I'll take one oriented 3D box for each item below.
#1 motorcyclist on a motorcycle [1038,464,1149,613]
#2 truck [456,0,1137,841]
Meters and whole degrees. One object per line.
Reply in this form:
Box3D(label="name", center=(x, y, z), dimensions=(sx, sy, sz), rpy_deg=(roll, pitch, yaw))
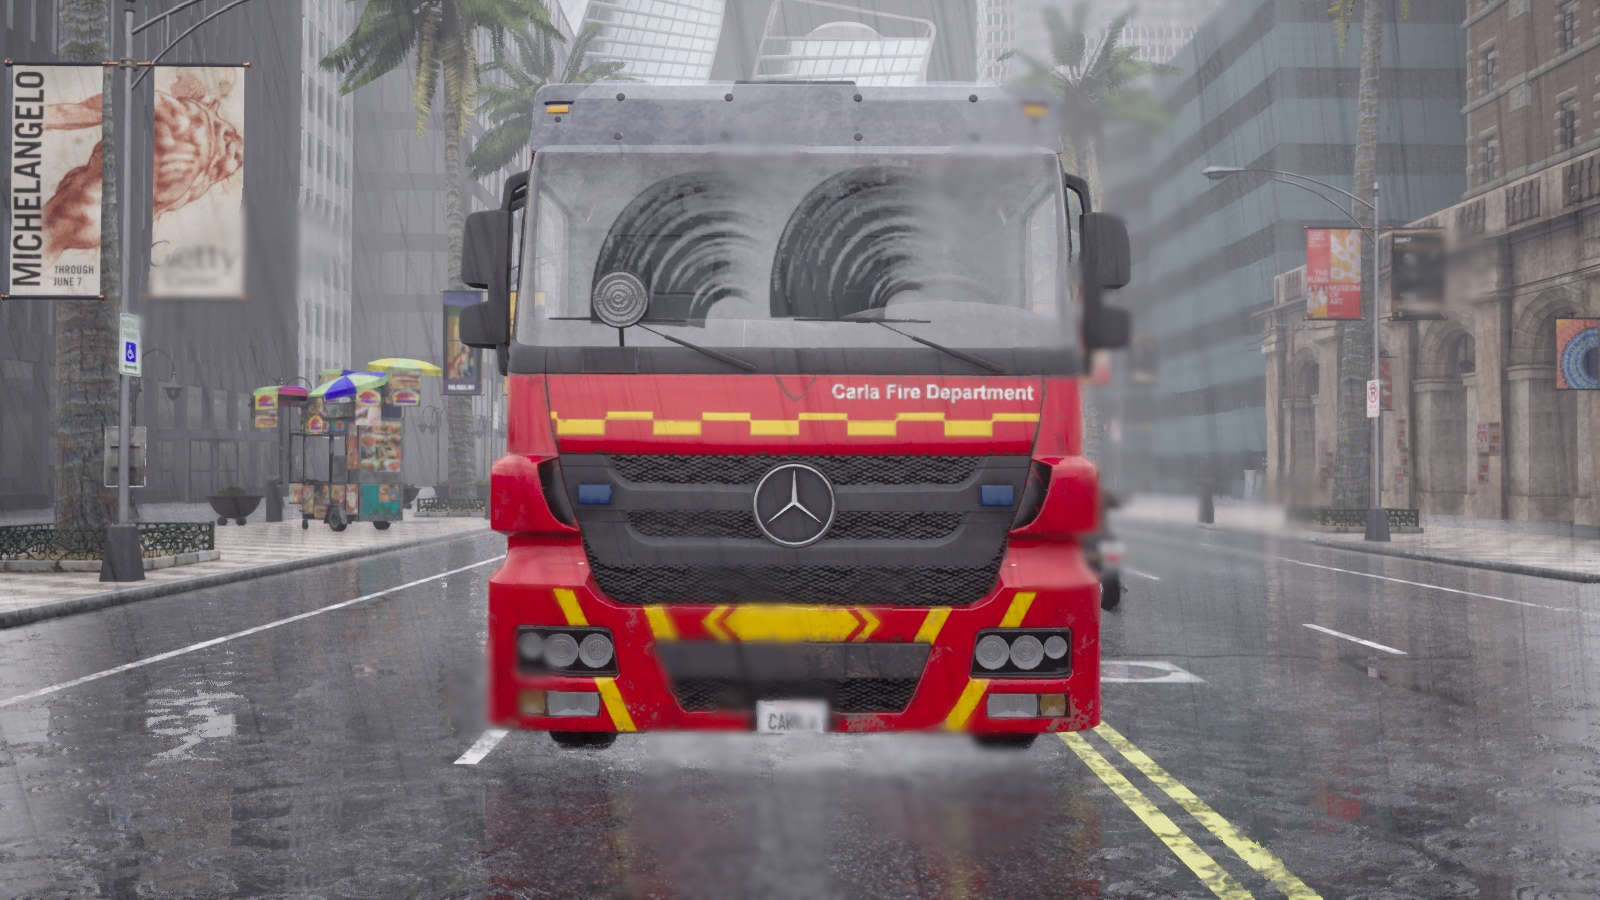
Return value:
Box3D(label="motorcyclist on a motorcycle", center=(3.480, 1.005, 15.129), dimensions=(0.766, 1.649, 2.350), rpy_deg=(0, -1, 0))
Box3D(label="truck", center=(-0.025, -0.189, 9.594), dimensions=(2.891, 3.827, 8.468), rpy_deg=(0, -1, 0))
